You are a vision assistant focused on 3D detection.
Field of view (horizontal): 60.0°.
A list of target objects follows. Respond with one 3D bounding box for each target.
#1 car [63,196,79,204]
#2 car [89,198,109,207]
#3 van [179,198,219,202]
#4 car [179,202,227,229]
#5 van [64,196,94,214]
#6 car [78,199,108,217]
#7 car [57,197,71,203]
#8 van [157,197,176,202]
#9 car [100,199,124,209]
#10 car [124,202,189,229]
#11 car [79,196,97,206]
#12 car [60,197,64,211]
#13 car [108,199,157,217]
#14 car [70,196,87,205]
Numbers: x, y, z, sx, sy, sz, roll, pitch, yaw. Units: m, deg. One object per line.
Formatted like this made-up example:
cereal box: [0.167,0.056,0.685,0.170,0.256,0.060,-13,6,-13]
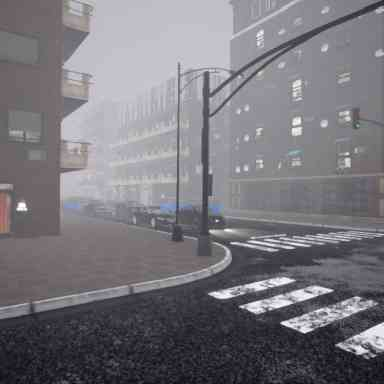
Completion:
car: [-24.610,1.614,67.487,1.967,1.590,4.097,1,-1,-35]
car: [-15.061,1.729,53.685,1.802,1.307,4.206,1,-1,-35]
van: [0.858,1.439,30.686,1.690,1.788,3.998,1,-1,-35]
car: [0.388,1.581,21.845,1.994,1.385,4.181,1,-1,-35]
van: [-11.989,1.361,35.403,1.690,1.788,3.998,1,-1,-35]
car: [-8.807,1.591,30.801,1.802,1.307,4.206,1,-1,-35]
car: [-27.794,1.727,72.087,1.887,1.381,4.507,1,-1,-35]
van: [-2.326,1.449,35.286,1.690,1.788,3.998,1,-1,-35]
car: [-11.877,1.683,49.086,1.887,1.381,4.507,1,-1,-35]
car: [-2.440,1.539,21.600,2.008,1.369,4.403,1,-1,-35]
car: [-18.243,1.597,58.287,1.967,1.590,4.097,1,-1,-35]
car: [-15.174,1.580,40.001,2.008,1.369,4.403,1,-1,-35]
car: [-5.517,1.528,30.381,2.128,1.511,4.902,1,-1,-35]
car: [-21.426,1.605,62.887,1.967,1.590,4.097,1,-1,-35]
